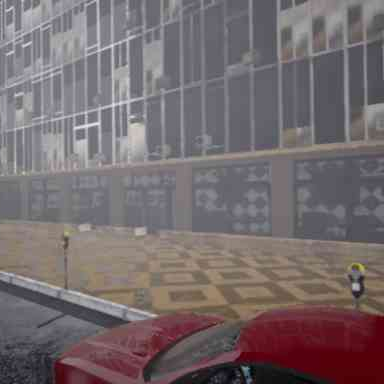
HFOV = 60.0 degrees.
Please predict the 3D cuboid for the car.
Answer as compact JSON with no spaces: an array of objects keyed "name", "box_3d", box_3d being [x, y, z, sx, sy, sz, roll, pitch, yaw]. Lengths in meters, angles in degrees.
[{"name":"car","box_3d":[0.813,1.546,2.308,4.507,1.381,1.887,0,-1,35]}]
